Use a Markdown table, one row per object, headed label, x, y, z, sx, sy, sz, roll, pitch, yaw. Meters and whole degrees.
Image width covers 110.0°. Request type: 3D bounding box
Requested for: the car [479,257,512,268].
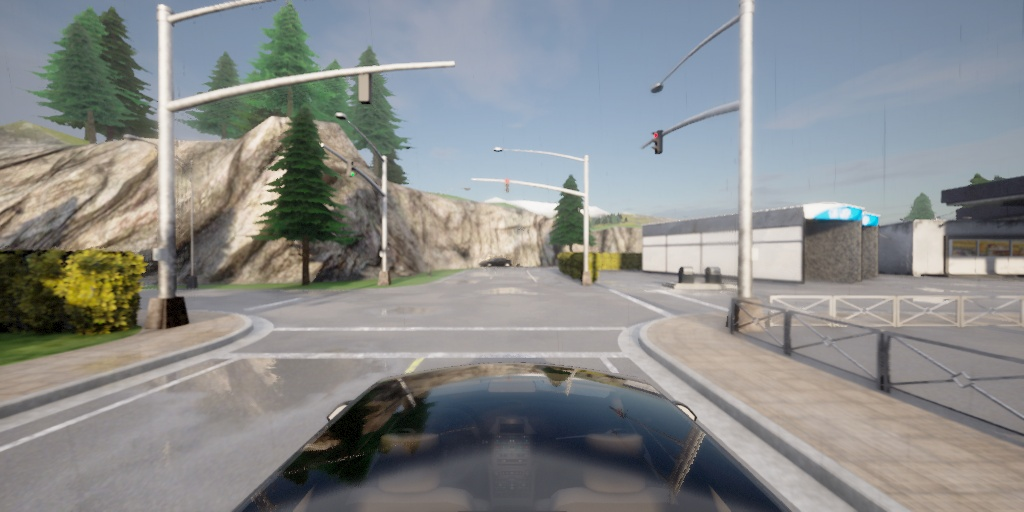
| label | x | y | z | sx | sy | sz | roll | pitch | yaw |
| --- | --- | --- | --- | --- | --- | --- | --- | --- | --- |
| car | -2.382 | 0.952 | 50.778 | 5.008 | 1.535 | 1.882 | -1 | 1 | -36 |
